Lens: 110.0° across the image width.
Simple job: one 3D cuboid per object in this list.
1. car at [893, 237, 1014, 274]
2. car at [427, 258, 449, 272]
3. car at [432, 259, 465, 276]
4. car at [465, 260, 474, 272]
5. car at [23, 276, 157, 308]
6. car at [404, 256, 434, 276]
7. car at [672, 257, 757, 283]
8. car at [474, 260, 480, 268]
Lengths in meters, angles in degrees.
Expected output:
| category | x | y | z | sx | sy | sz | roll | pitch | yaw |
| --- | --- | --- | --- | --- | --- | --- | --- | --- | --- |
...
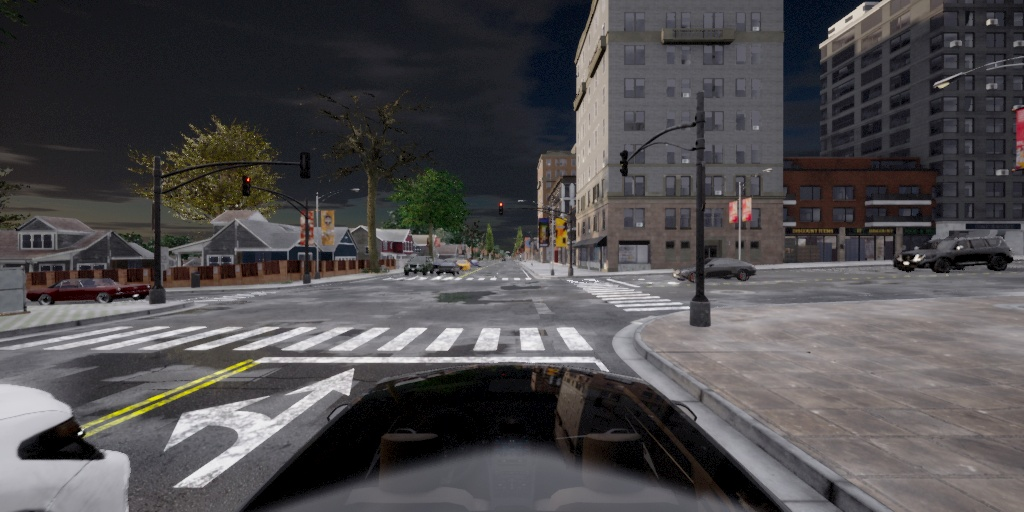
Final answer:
| category | x | y | z | sx | sy | sz | roll | pitch | yaw |
| --- | --- | --- | --- | --- | --- | --- | --- | --- | --- |
| car | 26.885 | -0.052 | 21.952 | 5.566 | 2.045 | 2.150 | -3 | 0 | 0 |
| car | -9.899 | 1.137 | 48.274 | 2.097 | 1.767 | 4.553 | 0 | 0 | 0 |
| car | -6.640 | 1.315 | 37.906 | 2.033 | 1.411 | 5.357 | 0 | 0 | 0 |
| car | -6.651 | 1.261 | 47.695 | 1.882 | 1.535 | 5.008 | 0 | 0 | 0 |
| car | -21.644 | 1.806 | 18.537 | 4.718 | 1.301 | 1.895 | -2 | 0 | 0 |
| car | -9.887 | 0.990 | 38.598 | 2.150 | 2.045 | 5.566 | 0 | 0 | 0 |
| car | 12.284 | 0.818 | 21.894 | 4.674 | 1.442 | 1.812 | -2 | 0 | 1 |
| car | -6.640 | 1.350 | 62.530 | 1.812 | 1.442 | 4.674 | 0 | 0 | 0 |
